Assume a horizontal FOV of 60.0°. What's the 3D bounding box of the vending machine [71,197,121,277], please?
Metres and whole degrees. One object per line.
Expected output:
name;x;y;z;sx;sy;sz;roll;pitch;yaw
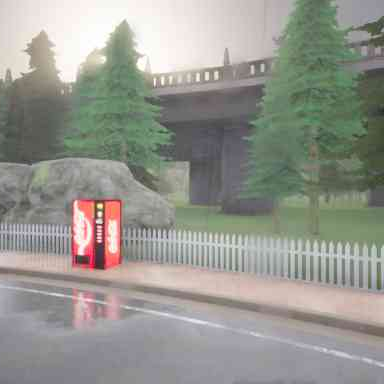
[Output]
vending machine;-2.709;1.195;9.494;0.880;2.100;1.100;0;0;23
